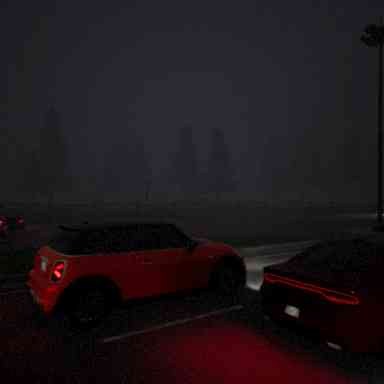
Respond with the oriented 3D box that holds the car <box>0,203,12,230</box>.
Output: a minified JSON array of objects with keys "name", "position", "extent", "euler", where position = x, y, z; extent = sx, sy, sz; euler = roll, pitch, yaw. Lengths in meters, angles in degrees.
[{"name":"car","position":[-13.864,1.471,20.107],"extent":[5.008,1.535,1.882],"euler":[1,0,-21]}]

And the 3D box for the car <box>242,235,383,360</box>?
[{"name":"car","position":[3.459,1.539,6.037],"extent":[5.008,1.535,1.882],"euler":[1,0,-34]}]

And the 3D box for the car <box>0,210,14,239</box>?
[{"name":"car","position":[-10.297,1.341,14.012],"extent":[4.553,1.767,2.097],"euler":[1,0,-23]}]

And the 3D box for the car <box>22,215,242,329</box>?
[{"name":"car","position":[-0.956,1.382,7.242],"extent":[4.553,1.767,2.097],"euler":[1,0,-36]}]

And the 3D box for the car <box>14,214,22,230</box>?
[{"name":"car","position":[-11.514,1.544,17.237],"extent":[5.357,1.411,2.033],"euler":[1,0,-22]}]
